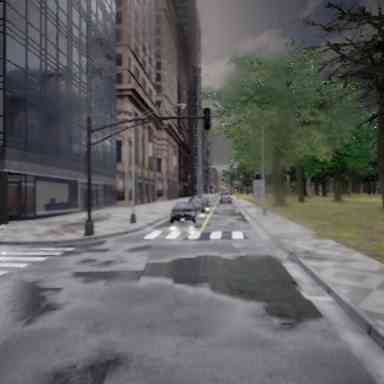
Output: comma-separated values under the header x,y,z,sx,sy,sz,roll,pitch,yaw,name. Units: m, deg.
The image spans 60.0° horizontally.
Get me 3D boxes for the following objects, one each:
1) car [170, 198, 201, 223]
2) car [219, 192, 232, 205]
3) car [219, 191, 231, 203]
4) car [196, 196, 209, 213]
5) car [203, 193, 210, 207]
x,y,z,sx,sy,sz,roll,pitch,yaw,name
-0.549,1.447,24.742,2.033,1.411,5.357,-1,0,1,car
5.363,1.246,52.940,2.128,1.511,4.902,-1,0,5,car
6.324,0.938,64.152,2.150,2.045,5.566,-1,0,5,car
0.437,1.362,34.827,1.837,1.490,4.892,-1,0,5,car
1.442,1.321,45.189,1.837,1.490,4.892,-1,0,6,car
